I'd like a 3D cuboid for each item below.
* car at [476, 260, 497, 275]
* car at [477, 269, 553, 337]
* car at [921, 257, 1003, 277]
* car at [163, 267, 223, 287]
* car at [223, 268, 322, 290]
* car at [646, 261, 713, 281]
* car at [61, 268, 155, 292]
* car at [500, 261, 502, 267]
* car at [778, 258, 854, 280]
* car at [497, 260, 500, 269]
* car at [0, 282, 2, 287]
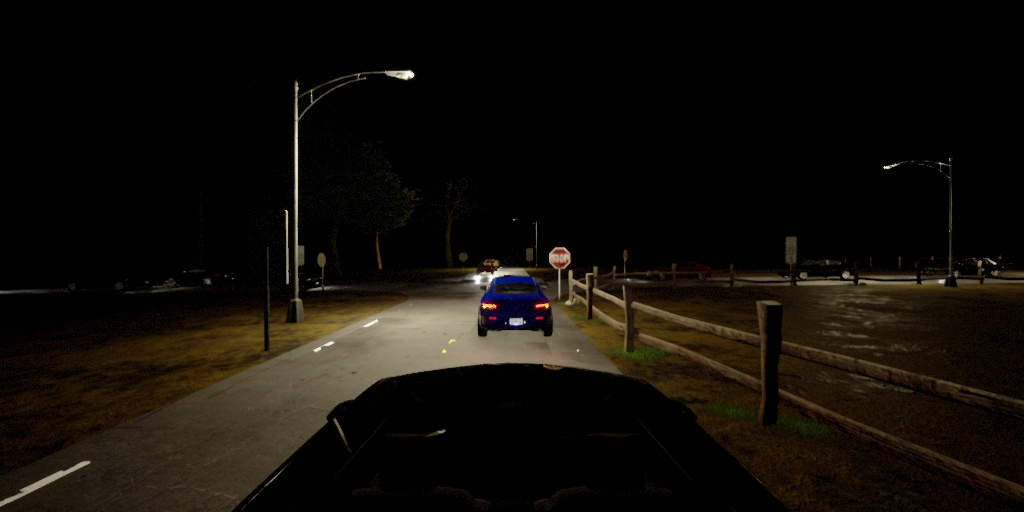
[{"bbox_3d":[-2.900,1.359,39.719,1.895,1.301,4.718,0,0,-2],"label":"car"},{"bbox_3d":[0.053,1.272,10.158,1.812,1.442,4.674,0,0,-1],"label":"car"},{"bbox_3d":[33.597,0.829,26.914,4.892,1.490,1.837,-1,1,1],"label":"car"},{"bbox_3d":[-23.578,1.542,27.070,4.181,1.385,1.994,-1,1,1],"label":"car"},{"bbox_3d":[-15.807,1.476,24.183,5.357,1.411,2.033,-1,1,-1],"label":"car"},{"bbox_3d":[12.551,1.096,27.029,4.674,1.442,1.812,-1,1,2],"label":"car"},{"bbox_3d":[-27.090,1.531,24.166,5.008,1.535,1.882,-1,1,0],"label":"car"},{"bbox_3d":[-2.929,1.356,59.714,2.033,1.411,5.357,0,0,1],"label":"car"},{"bbox_3d":[22.812,0.929,26.959,5.008,1.535,1.882,-1,1,0],"label":"car"},{"bbox_3d":[-2.955,1.254,49.075,1.882,1.535,5.008,0,0,0],"label":"car"},{"bbox_3d":[-37.773,1.668,24.211,4.902,1.511,2.128,-1,1,0],"label":"car"}]
